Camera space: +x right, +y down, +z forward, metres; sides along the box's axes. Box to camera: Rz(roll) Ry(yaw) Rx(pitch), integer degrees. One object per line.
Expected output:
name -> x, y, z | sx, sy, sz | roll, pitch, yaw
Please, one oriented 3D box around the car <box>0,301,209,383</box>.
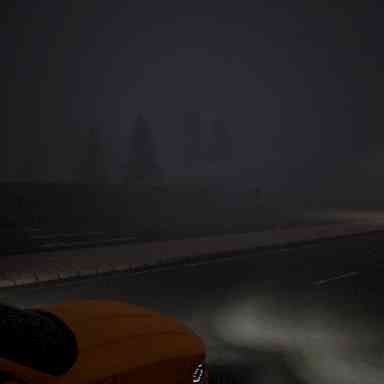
car -> -2.130, 1.477, 2.237 | 5.008, 1.535, 1.882 | 0, 0, -35
